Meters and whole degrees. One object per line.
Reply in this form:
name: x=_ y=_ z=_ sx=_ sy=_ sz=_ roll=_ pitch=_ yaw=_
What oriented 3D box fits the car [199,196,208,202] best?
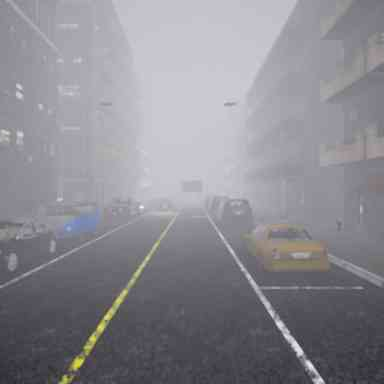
car: x=2.658 y=1.534 z=77.540 sx=1.947 sy=1.339 sz=4.313 roll=-1 pitch=0 yaw=0

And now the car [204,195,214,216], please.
car: x=2.667 y=1.300 z=32.724 sx=2.192 sy=1.841 sz=5.009 roll=-1 pitch=0 yaw=0

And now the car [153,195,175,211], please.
car: x=-3.102 y=1.474 z=40.620 sx=2.128 sy=1.511 sz=4.902 roll=0 pitch=0 yaw=0

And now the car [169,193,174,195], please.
car: x=-5.722 y=1.519 z=77.567 sx=2.008 sy=1.369 sz=4.403 roll=-1 pitch=0 yaw=0

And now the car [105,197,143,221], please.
car: x=-5.701 y=1.302 z=27.148 sx=2.192 sy=1.841 sz=5.009 roll=-1 pitch=0 yaw=0

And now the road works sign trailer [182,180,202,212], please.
road works sign trailer: x=-0.007 y=0.447 z=38.572 sx=2.380 sy=3.560 sz=2.880 roll=0 pitch=0 yaw=1

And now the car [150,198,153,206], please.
car: x=-5.714 y=1.560 z=49.556 sx=1.802 sy=1.307 sz=4.206 roll=-1 pitch=0 yaw=0

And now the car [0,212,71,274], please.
car: x=-5.670 y=1.546 z=10.342 sx=2.008 sy=1.369 sz=4.403 roll=-1 pitch=0 yaw=0

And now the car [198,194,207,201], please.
car: x=2.655 y=1.407 z=83.142 sx=1.967 sy=1.590 sz=4.097 roll=-1 pitch=0 yaw=0

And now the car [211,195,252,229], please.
car: x=2.671 y=1.305 z=21.520 sx=2.192 sy=1.841 sz=5.009 roll=-1 pitch=0 yaw=0

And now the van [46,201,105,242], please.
van: x=-5.675 y=1.333 z=15.944 sx=1.690 sy=1.788 sz=3.998 roll=-1 pitch=0 yaw=0

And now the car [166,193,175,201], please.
car: x=-5.728 y=1.280 z=88.771 sx=2.192 sy=1.841 sz=5.009 roll=-1 pitch=0 yaw=0

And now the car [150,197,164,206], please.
car: x=-5.715 y=1.558 z=55.159 sx=1.802 sy=1.307 sz=4.206 roll=-1 pitch=0 yaw=0

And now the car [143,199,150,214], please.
car: x=-5.717 y=1.536 z=32.751 sx=2.008 sy=1.369 sz=4.403 roll=-1 pitch=0 yaw=0

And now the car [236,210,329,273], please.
car: x=2.677 y=1.521 z=10.486 sx=1.752 sy=1.417 sz=4.829 roll=-1 pitch=0 yaw=0

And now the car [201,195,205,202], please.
car: x=2.665 y=1.296 z=43.928 sx=2.192 sy=1.841 sz=5.009 roll=-1 pitch=0 yaw=0
